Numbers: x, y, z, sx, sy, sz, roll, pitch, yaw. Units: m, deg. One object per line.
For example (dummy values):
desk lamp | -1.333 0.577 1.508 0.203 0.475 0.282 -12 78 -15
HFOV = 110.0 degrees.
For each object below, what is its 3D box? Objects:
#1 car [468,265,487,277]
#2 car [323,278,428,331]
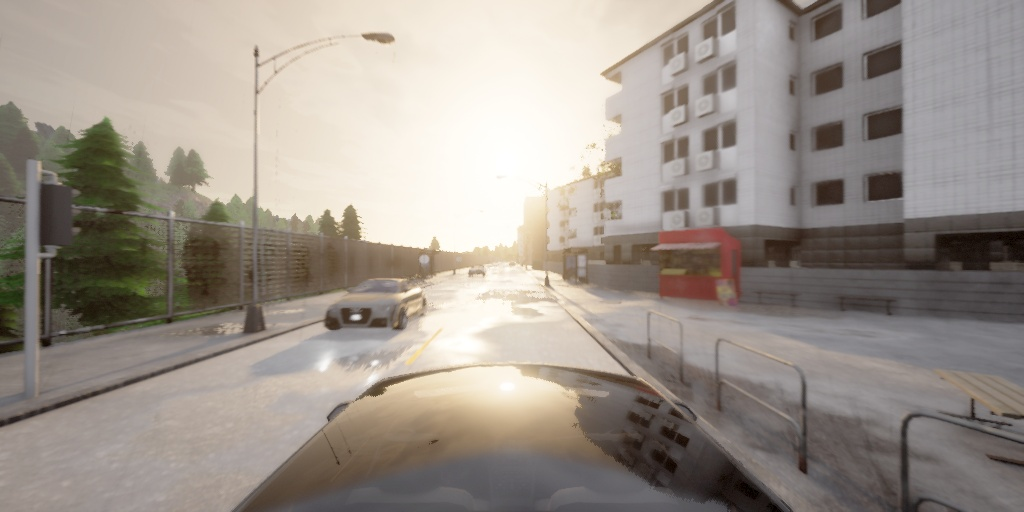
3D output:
car | -3.988 1.707 41.706 1.895 1.301 4.718 0 -1 0
car | -3.997 1.398 11.172 1.994 1.385 4.181 0 0 0
